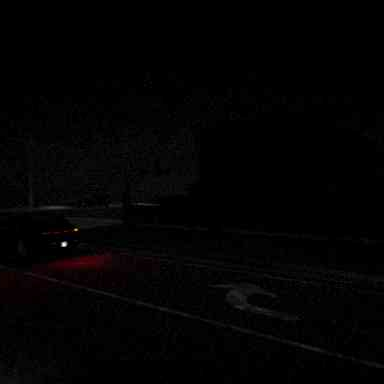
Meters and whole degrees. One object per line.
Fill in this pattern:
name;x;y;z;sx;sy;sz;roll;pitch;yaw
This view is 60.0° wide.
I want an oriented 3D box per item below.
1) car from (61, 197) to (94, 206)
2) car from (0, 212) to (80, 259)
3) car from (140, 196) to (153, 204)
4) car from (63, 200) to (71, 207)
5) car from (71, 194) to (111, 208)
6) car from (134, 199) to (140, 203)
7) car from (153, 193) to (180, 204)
car;-19.275;1.581;56.132;1.882;1.535;5.008;0;0;36
car;-6.316;1.532;12.805;4.892;1.490;1.837;0;0;36
car;-7.427;1.589;66.355;2.128;1.511;4.902;0;0;37
car;-17.666;1.697;52.429;1.895;1.301;4.718;0;0;36
car;-14.880;1.310;50.319;2.150;2.045;5.566;0;0;36
car;-9.563;1.642;69.335;2.033;1.411;5.357;0;0;36
car;-4.331;1.309;64.682;2.150;2.045;5.566;0;0;37
